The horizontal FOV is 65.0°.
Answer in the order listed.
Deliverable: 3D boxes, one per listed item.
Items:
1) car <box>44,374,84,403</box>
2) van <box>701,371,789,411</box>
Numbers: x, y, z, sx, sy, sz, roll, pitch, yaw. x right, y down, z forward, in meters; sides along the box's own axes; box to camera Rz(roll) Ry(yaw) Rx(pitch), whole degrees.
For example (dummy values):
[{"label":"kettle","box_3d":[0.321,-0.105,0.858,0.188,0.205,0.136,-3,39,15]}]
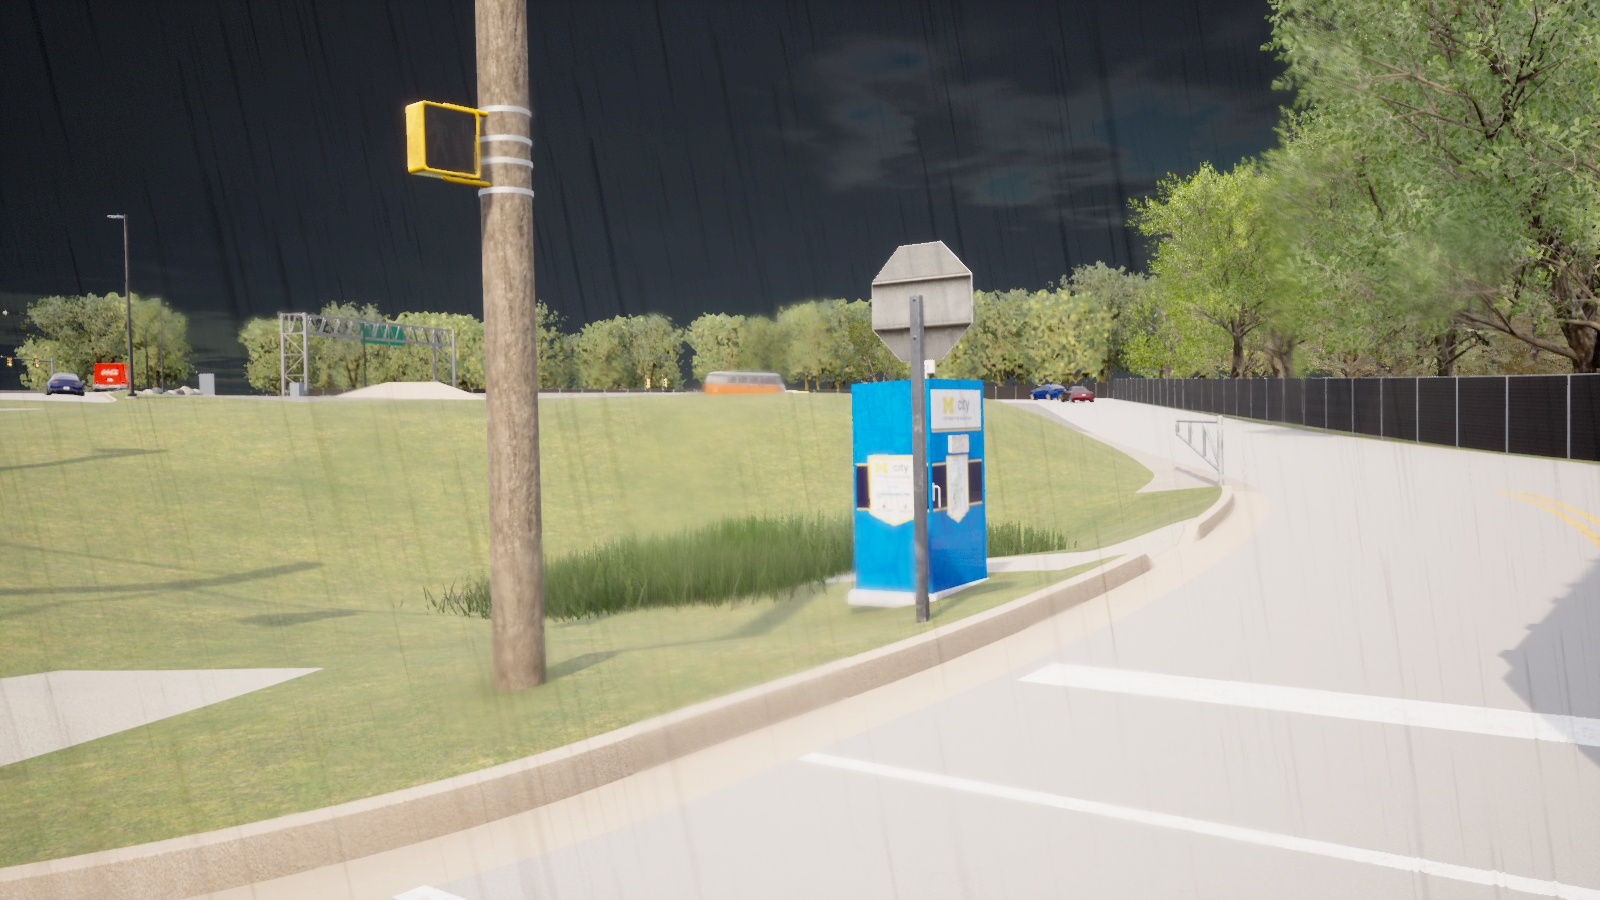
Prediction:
[{"label":"car","box_3d":[-42.287,-3.503,72.134,1.812,1.442,4.674,3,0,-32]},{"label":"van","box_3d":[-2.930,-3.131,67.066,4.442,1.987,1.775,2,2,5]}]
